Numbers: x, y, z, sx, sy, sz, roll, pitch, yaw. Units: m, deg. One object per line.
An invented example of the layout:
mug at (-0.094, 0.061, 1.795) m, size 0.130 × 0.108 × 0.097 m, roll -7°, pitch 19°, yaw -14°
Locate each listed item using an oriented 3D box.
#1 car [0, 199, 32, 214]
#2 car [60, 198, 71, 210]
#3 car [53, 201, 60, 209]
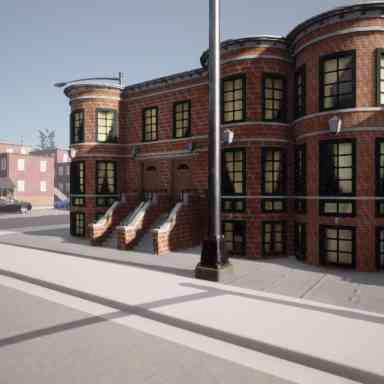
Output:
car at (-18.767, 1.491, 33.567) m, size 2.128 × 1.511 × 4.902 m, roll 0°, pitch 0°, yaw 36°
car at (-13.327, 1.599, 41.167) m, size 1.895 × 1.301 × 4.718 m, roll 0°, pitch 0°, yaw 36°
car at (-15.729, 1.478, 43.828) m, size 1.882 × 1.535 × 5.008 m, roll 0°, pitch 0°, yaw 35°
